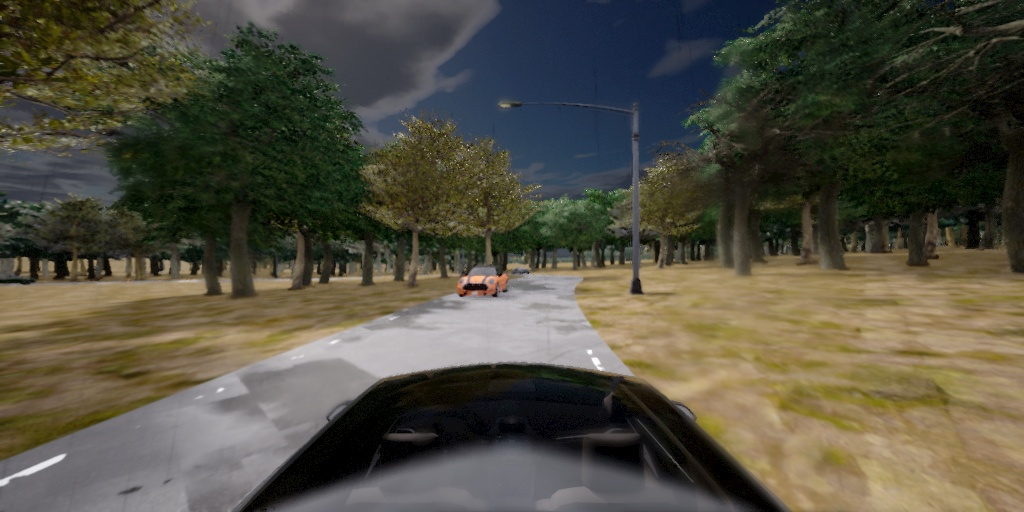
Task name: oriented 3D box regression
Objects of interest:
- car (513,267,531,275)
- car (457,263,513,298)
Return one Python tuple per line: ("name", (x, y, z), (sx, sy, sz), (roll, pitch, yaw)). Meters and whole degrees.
("car", (1.541, 2.596, 62.151), (2.033, 1.411, 5.357), (0, -2, -18))
("car", (-1.517, 1.318, 20.191), (2.097, 1.767, 4.553), (0, -1, 9))
